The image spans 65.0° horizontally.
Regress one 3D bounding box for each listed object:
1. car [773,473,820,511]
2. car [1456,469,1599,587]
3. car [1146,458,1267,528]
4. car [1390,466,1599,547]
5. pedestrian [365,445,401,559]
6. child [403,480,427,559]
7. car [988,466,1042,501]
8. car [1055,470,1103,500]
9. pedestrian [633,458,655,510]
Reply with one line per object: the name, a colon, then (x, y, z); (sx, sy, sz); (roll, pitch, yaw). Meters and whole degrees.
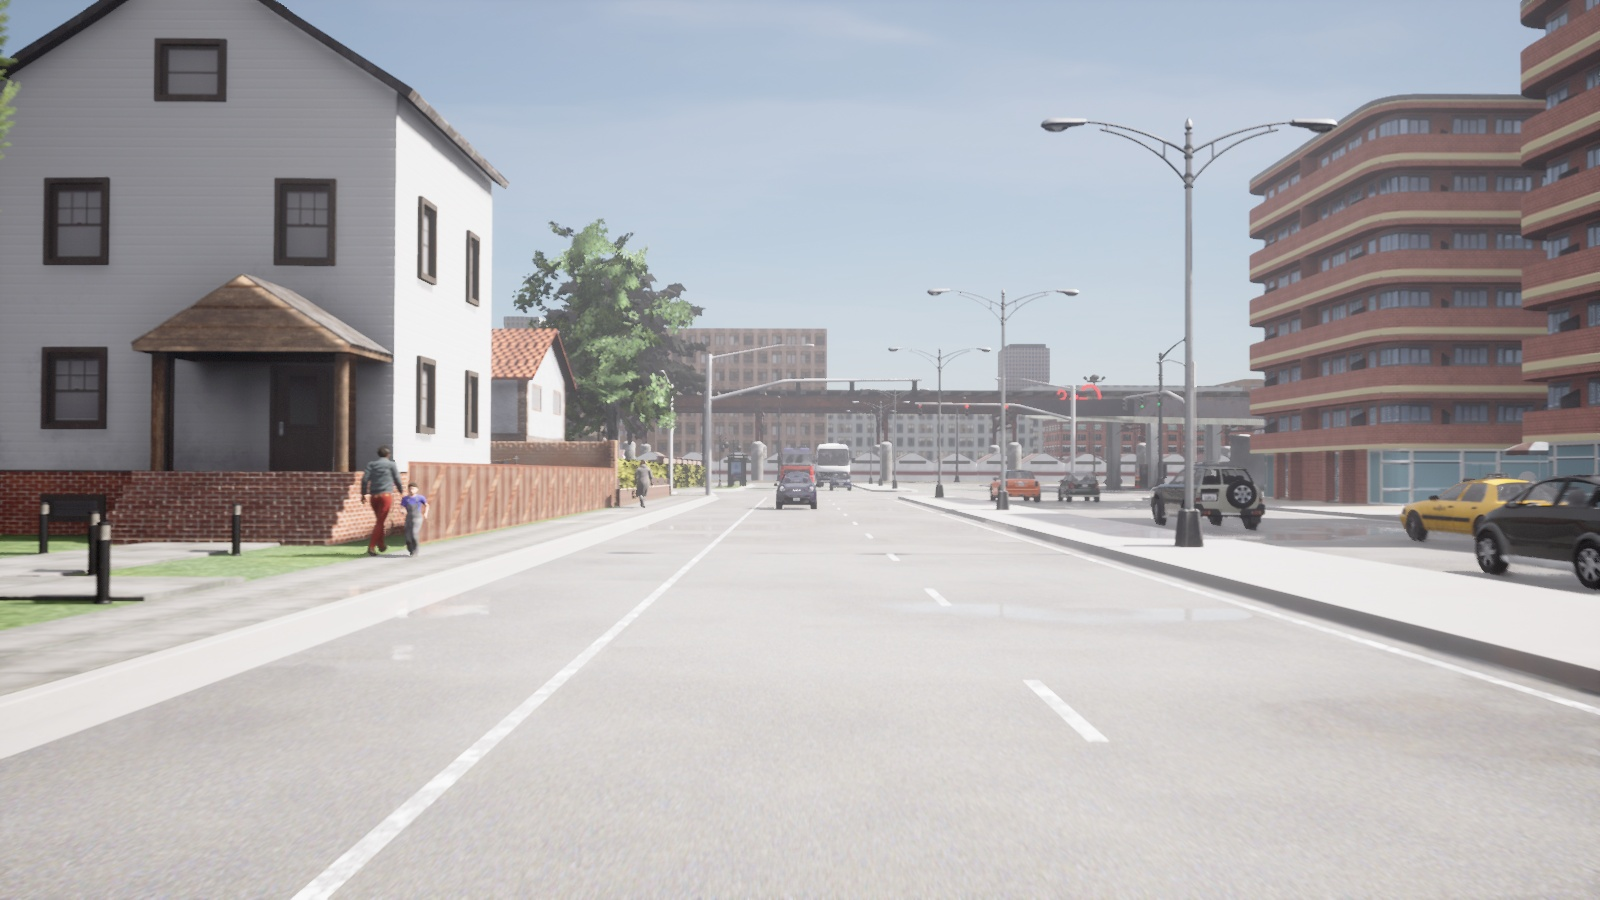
car: (-0.125, 1.689, 51.369); (1.845, 1.501, 3.633); (0, -1, 0)
car: (11.455, 1.055, 18.346); (1.789, 1.549, 3.705); (0, -1, 0)
car: (11.412, 1.182, 35.613); (1.932, 1.855, 4.605); (0, -1, 0)
car: (14.934, 1.148, 27.148); (1.801, 1.575, 5.366); (0, -1, 0)
pedestrian: (-6.847, 0.843, 20.625); (0.353, 1.847, 0.614); (0, -1, 4)
child: (-6.194, 1.111, 20.223); (0.270, 1.263, 0.437); (0, -1, -2)
car: (11.336, 1.741, 66.487); (2.097, 1.767, 4.553); (0, -1, 0)
car: (14.726, 1.847, 66.473); (1.789, 1.549, 3.705); (0, -1, 2)
pedestrian: (-5.897, 1.287, 47.437); (0.659, 1.952, 0.873); (0, -1, -18)
